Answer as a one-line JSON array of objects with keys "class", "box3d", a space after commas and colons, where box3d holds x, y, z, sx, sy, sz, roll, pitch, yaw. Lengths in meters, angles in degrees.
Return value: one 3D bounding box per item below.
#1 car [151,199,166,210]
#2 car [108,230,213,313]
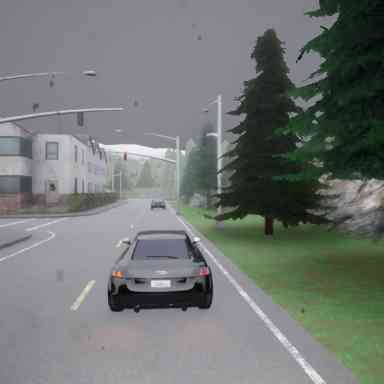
[{"class": "car", "box3d": [-4.474, 1.601, 43.892, 1.895, 1.301, 4.718, 0, 0, -6]}, {"class": "car", "box3d": [-0.703, 1.564, 7.782, 1.994, 1.385, 4.181, 0, 0, -5]}]
